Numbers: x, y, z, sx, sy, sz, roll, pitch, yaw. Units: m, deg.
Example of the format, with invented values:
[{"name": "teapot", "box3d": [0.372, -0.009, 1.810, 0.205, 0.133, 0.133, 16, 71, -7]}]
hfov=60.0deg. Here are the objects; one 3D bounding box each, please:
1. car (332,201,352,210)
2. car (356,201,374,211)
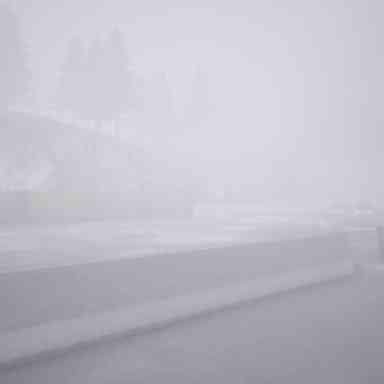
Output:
[{"name": "car", "box3d": [23.812, 2.146, 52.666, 2.033, 1.411, 5.357, 0, -1, 37]}, {"name": "car", "box3d": [26.007, 2.098, 49.861, 1.837, 1.490, 4.892, 0, 0, 37]}]
